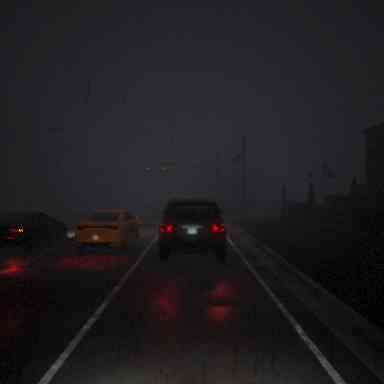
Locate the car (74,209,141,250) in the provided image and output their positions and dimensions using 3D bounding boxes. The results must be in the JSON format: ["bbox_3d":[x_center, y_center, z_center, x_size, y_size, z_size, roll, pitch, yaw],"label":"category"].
[{"bbox_3d":[-3.450,1.488,14.431,1.882,1.535,5.008,0,0,0],"label":"car"}]

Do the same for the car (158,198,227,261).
[{"bbox_3d":[0.031,1.232,12.375,2.150,2.045,5.566,0,0,0],"label":"car"}]

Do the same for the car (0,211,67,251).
[{"bbox_3d":[-6.951,1.535,14.132,1.812,1.442,4.674,0,0,1],"label":"car"}]
